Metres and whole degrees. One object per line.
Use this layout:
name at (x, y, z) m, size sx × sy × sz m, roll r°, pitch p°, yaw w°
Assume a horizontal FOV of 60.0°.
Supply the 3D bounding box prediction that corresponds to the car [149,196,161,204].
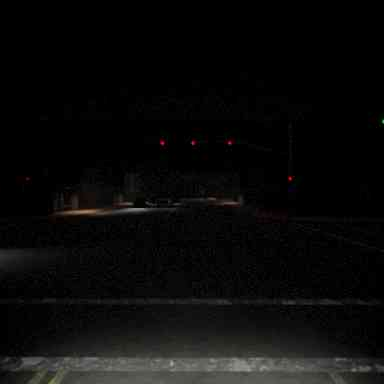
car at (-7.355, 1.611, 66.833) m, size 1.837 × 1.490 × 4.892 m, roll 0°, pitch 1°, yaw 1°

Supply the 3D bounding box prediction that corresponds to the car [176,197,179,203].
car at (-3.830, 1.641, 69.079) m, size 1.812 × 1.442 × 4.674 m, roll 0°, pitch 0°, yaw 0°

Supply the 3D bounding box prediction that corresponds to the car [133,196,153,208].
car at (-7.579, 1.554, 49.787) m, size 2.128 × 1.511 × 4.902 m, roll 0°, pitch 0°, yaw 1°

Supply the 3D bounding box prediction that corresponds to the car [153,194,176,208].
car at (-4.084, 1.283, 49.468) m, size 2.150 × 2.045 × 5.566 m, roll 0°, pitch 0°, yaw 1°
